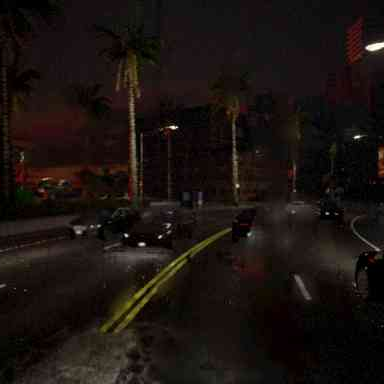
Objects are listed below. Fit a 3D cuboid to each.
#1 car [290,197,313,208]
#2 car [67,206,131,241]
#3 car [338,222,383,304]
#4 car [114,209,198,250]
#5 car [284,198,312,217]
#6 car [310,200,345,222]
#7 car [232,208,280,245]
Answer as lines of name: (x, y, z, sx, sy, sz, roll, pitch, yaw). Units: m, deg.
car: (17.673, 1.638, 53.540, 1.882, 1.535, 5.008, 0, 0, 41)
car: (-4.187, 1.477, 16.670, 2.128, 1.511, 4.902, 0, 0, 17)
car: (4.296, 1.525, 5.370, 2.128, 1.511, 4.902, 0, 0, 7)
car: (-1.155, 1.552, 14.837, 2.033, 1.411, 5.357, 0, 0, 15)
car: (10.453, 1.621, 32.376, 1.812, 1.442, 4.674, 0, 0, 31)
car: (11.038, 1.642, 26.514, 2.033, 1.411, 5.357, 0, 0, 27)
car: (3.107, 1.538, 16.096, 1.837, 1.490, 4.892, 0, 0, 16)
